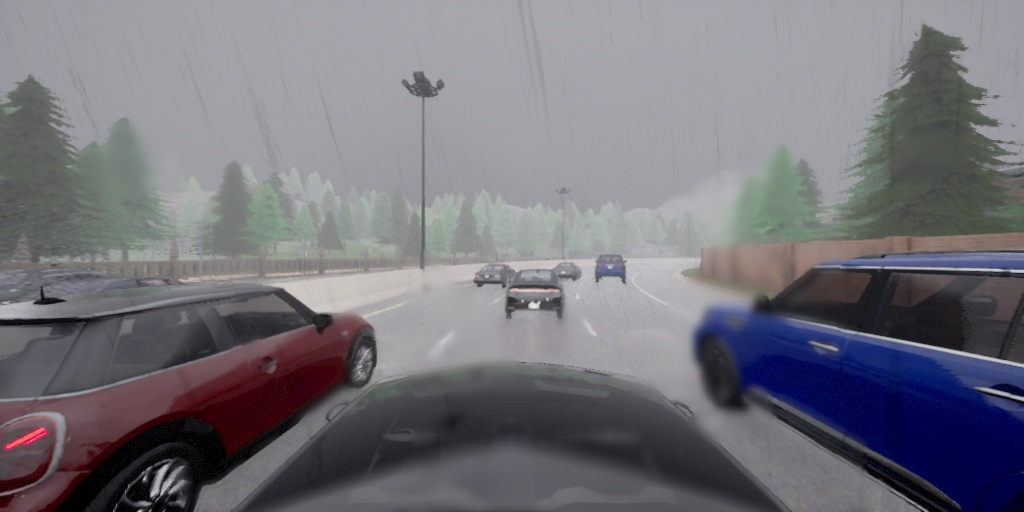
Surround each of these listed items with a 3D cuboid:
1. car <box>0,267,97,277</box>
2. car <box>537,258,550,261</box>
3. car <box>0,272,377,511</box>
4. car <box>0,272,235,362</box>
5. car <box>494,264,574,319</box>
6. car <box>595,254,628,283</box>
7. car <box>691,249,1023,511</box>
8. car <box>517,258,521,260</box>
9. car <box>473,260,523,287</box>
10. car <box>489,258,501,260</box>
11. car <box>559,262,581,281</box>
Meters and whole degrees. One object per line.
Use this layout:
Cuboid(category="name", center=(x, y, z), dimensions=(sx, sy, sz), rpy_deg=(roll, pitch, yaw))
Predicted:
Cuboid(category="car", center=(-13.612, 1.181, 10.284), dimensions=(2.128, 1.511, 4.902), rpy_deg=(0, 0, 5))
Cuboid(category="car", center=(4.535, 1.025, 54.830), dimensions=(1.837, 1.490, 4.892), rpy_deg=(0, 0, 32))
Cuboid(category="car", center=(-3.269, 1.087, 3.954), dimensions=(2.097, 1.767, 4.553), rpy_deg=(0, 0, 2))
Cuboid(category="car", center=(-10.305, 1.247, 9.179), dimensions=(2.033, 1.411, 5.357), rpy_deg=(0, 0, 4))
Cuboid(category="car", center=(0.905, 1.195, 12.596), dimensions=(2.128, 1.511, 4.902), rpy_deg=(0, 0, 7))
Cuboid(category="car", center=(7.557, 0.870, 27.352), dimensions=(2.150, 2.045, 5.566), rpy_deg=(0, 0, 17))
Cuboid(category="car", center=(3.662, 0.972, 2.891), dimensions=(2.150, 2.045, 5.566), rpy_deg=(0, 0, 1))
Cuboid(category="car", center=(0.982, 1.074, 55.716), dimensions=(1.994, 1.385, 4.181), rpy_deg=(0, 0, 31))
Cuboid(category="car", center=(-0.861, 1.202, 22.945), dimensions=(2.033, 1.411, 5.357), rpy_deg=(0, 0, 13))
Cuboid(category="car", center=(-2.927, 1.050, 56.010), dimensions=(2.033, 1.411, 5.357), rpy_deg=(0, 0, 30))
Cuboid(category="car", center=(4.451, 1.200, 28.967), dimensions=(1.994, 1.385, 4.181), rpy_deg=(0, 0, 17))
